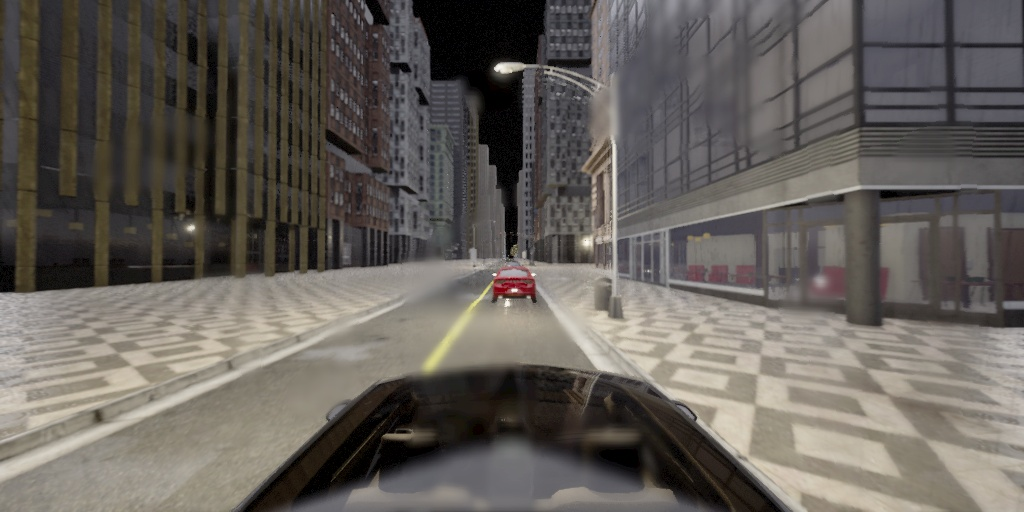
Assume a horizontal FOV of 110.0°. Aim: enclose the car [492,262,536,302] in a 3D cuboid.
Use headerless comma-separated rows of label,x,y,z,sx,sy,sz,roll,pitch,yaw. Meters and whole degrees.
car,0.105,1.244,17.122,1.882,1.535,5.008,0,0,0
